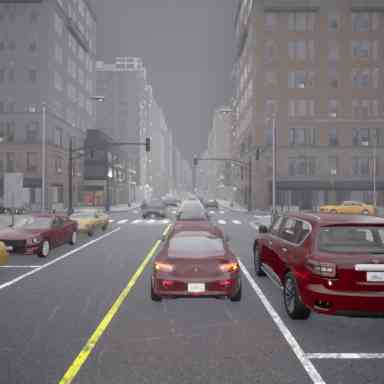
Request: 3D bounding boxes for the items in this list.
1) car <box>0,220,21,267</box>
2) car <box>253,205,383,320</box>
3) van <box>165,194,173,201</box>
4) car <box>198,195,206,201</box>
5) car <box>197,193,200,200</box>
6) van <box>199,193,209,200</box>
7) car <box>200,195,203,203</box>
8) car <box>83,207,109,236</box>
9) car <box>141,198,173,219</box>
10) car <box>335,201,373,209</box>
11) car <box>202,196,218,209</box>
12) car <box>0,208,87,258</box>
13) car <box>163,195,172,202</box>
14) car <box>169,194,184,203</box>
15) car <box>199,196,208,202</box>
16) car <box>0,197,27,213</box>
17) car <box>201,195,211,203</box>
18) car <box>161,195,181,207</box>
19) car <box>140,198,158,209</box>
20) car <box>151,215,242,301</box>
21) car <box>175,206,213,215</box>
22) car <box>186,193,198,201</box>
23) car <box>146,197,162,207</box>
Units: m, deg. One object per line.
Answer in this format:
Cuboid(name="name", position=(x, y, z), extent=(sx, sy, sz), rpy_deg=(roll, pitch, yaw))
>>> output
Cuboid(name="car", position=(-5.845, 1.527, 7.083), extent=(1.752, 1.417, 4.829), rpy_deg=(1, 0, 0))
Cuboid(name="car", position=(2.683, 1.317, 7.240), extent=(2.192, 1.841, 5.009), rpy_deg=(1, 0, 0))
Cuboid(name="van", position=(-5.805, 1.371, 85.232), extent=(1.690, 1.788, 3.998), rpy_deg=(1, 0, 0))
Cuboid(name="car", position=(2.721, 1.599, 90.895), extent=(1.947, 1.339, 4.313), rpy_deg=(1, 0, 0))
Cuboid(name="car", position=(2.713, 1.335, 68.202), extent=(2.192, 1.841, 5.009), rpy_deg=(1, 0, 0))
Cuboid(name="van", position=(2.710, 1.358, 62.529), extent=(1.690, 1.788, 3.998), rpy_deg=(1, 0, 0))
Cuboid(name="car", position=(2.704, 1.597, 56.855), extent=(1.802, 1.307, 4.206), rpy_deg=(1, 0, 0))
Cuboid(name="car", position=(-5.840, 1.529, 18.332), extent=(1.752, 1.417, 4.829), rpy_deg=(1, 0, 0))
Cuboid(name="car", position=(-3.067, 1.517, 28.760), extent=(2.033, 1.411, 5.357), rpy_deg=(1, 0, 0))
Cuboid(name="car", position=(15.141, 1.641, 32.697), extent=(5.008, 1.535, 1.882), rpy_deg=(0, -1, 1))
Cuboid(name="car", position=(2.699, 1.593, 45.508), extent=(1.802, 1.307, 4.206), rpy_deg=(1, 0, 0))
Cuboid(name="car", position=(-5.843, 1.547, 12.877), extent=(1.887, 1.381, 4.507), rpy_deg=(1, 0, 0))
Cuboid(name="car", position=(-5.808, 1.466, 79.559), extent=(1.967, 1.590, 4.097), rpy_deg=(1, 0, 0))
Cuboid(name="car", position=(-2.997, 1.525, 65.730), extent=(1.837, 1.490, 4.892), rpy_deg=(0, 0, 1))
Cuboid(name="car", position=(2.716, 1.608, 79.548), extent=(1.802, 1.307, 4.206), rpy_deg=(1, 0, 0))
Cuboid(name="car", position=(-17.245, 1.198, 29.697), extent=(4.553, 1.767, 2.097), rpy_deg=(1, -1, 0))
Cuboid(name="car", position=(2.702, 1.594, 51.182), extent=(1.802, 1.307, 4.206), rpy_deg=(1, 0, 0))
Cuboid(name="car", position=(-3.071, 1.560, 49.637), extent=(2.033, 1.411, 5.357), rpy_deg=(0, 0, 0))
Cuboid(name="car", position=(-5.827, 1.555, 45.522), extent=(1.887, 1.381, 4.507), rpy_deg=(1, 0, 0))
Cuboid(name="car", position=(0.090, 1.528, 8.197), extent=(1.812, 1.442, 4.674), rpy_deg=(0, 0, 0))
Cuboid(name="car", position=(0.072, 1.605, 17.375), extent=(1.895, 1.301, 4.718), rpy_deg=(0, 0, 0))
Cuboid(name="car", position=(0.044, 1.570, 85.243), extent=(2.033, 1.411, 5.357), rpy_deg=(0, 0, 0))
Cuboid(name="car", position=(-5.824, 1.557, 51.195), extent=(1.887, 1.381, 4.507), rpy_deg=(1, 0, 0))
